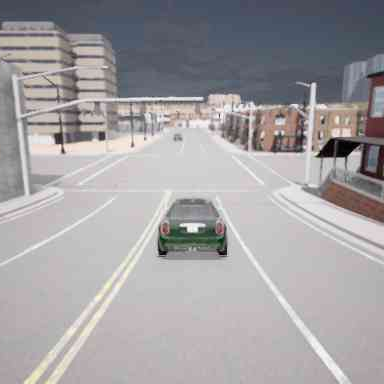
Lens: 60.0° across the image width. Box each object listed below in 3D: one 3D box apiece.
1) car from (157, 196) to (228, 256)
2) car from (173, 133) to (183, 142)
[{"bbox_3d":[0.035,0.911,11.585,2.097,1.767,4.553,0,5,1],"label":"car"},{"bbox_3d":[-3.506,-13.603,82.408,2.150,2.045,5.566,0,12,0],"label":"car"}]
